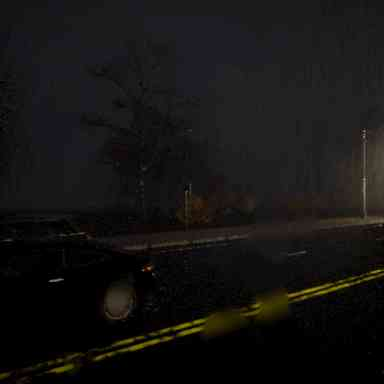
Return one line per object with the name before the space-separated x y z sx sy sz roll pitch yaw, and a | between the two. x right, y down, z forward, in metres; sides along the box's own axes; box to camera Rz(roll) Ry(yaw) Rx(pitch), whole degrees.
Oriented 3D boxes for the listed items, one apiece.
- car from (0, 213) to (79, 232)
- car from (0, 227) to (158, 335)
car | -4.817 1.367 8.250 4.553 1.767 2.097 0 0 -35
car | -2.823 1.537 5.680 4.674 1.442 1.812 0 0 -35
